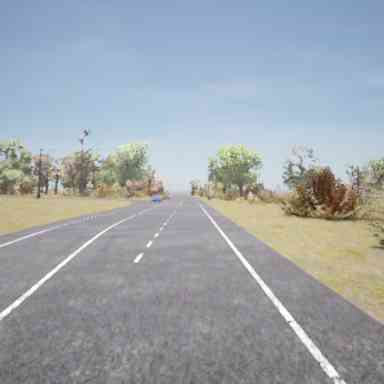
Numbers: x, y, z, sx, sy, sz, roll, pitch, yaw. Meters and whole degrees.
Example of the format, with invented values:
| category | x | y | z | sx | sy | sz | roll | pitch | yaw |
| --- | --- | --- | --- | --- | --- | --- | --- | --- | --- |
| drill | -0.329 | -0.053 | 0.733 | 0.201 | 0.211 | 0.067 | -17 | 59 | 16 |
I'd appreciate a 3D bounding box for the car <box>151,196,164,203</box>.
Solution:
| category | x | y | z | sx | sy | sz | roll | pitch | yaw |
| --- | --- | --- | --- | --- | --- | --- | --- | --- | --- |
| car | -7.421 | 1.506 | 68.865 | 1.882 | 1.535 | 5.008 | 0 | 0 | 0 |
